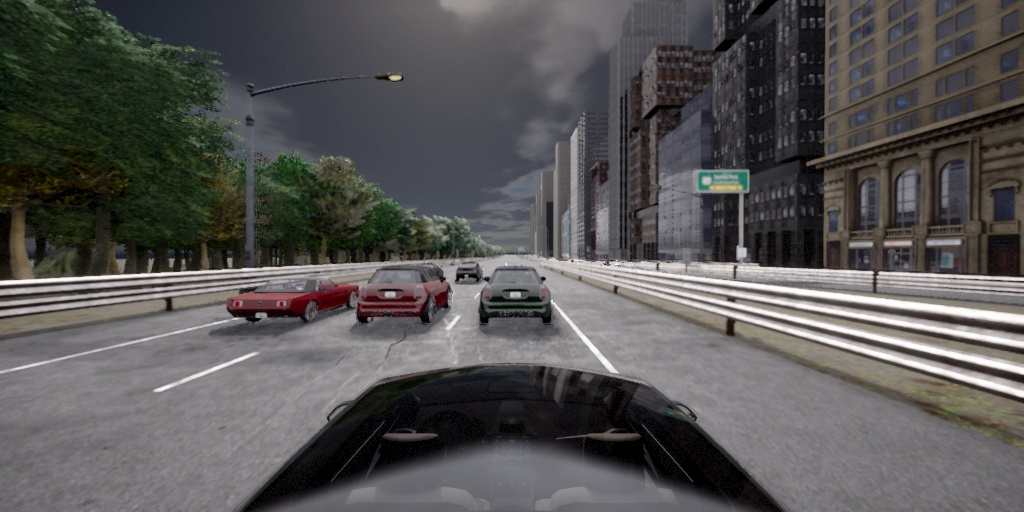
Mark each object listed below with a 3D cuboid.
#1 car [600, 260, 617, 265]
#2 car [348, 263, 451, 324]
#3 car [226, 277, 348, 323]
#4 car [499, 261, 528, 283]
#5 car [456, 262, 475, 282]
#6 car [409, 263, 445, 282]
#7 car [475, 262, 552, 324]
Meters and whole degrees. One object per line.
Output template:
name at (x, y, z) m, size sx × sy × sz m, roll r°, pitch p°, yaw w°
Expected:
car at (15.266, 1.384, 57.399) m, size 1.837 × 1.490 × 4.892 m, roll 0°, pitch 0°, yaw -18°
car at (-3.402, 1.099, 12.156) m, size 2.097 × 1.767 × 4.553 m, roll 0°, pitch 0°, yaw 0°
car at (-6.909, 1.347, 12.101) m, size 1.895 × 1.301 × 4.718 m, roll 0°, pitch 0°, yaw 0°
car at (0.095, 1.238, 29.152) m, size 2.128 × 1.511 × 4.902 m, roll 0°, pitch 0°, yaw 0°
car at (-3.405, 1.251, 29.230) m, size 1.837 × 1.490 × 4.892 m, roll 0°, pitch 0°, yaw 0°
car at (-6.904, 1.310, 29.648) m, size 1.994 × 1.385 × 4.181 m, roll 0°, pitch 0°, yaw 0°
car at (0.098, 1.099, 12.093) m, size 2.097 × 1.767 × 4.553 m, roll 0°, pitch 0°, yaw 0°
